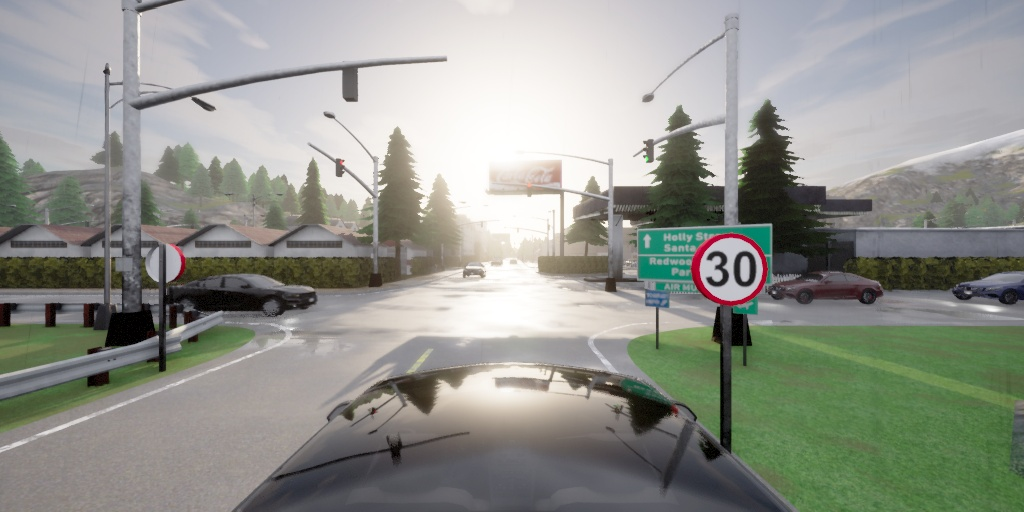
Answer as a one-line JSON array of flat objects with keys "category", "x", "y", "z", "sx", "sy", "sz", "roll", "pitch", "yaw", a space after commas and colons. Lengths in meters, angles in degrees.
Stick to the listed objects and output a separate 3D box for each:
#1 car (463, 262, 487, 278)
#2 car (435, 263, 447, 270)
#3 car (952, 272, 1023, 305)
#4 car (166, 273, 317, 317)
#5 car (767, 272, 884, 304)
[{"category": "car", "x": -3.469, "y": 1.291, "z": 33.817, "sx": 1.812, "sy": 1.442, "sz": 4.674, "roll": 1, "pitch": -1, "yaw": 0}, {"category": "car", "x": -11.640, "y": 1.467, "z": 51.127, "sx": 4.674, "sy": 1.442, "sz": 1.812, "roll": 0, "pitch": 0, "yaw": -2}, {"category": "car", "x": 23.931, "y": 1.467, "z": 16.947, "sx": 4.674, "sy": 1.442, "sz": 1.812, "roll": 0, "pitch": 0, "yaw": 1}, {"category": "car", "x": -10.111, "y": 1.411, "z": 13.638, "sx": 5.008, "sy": 1.535, "sz": 1.882, "roll": 0, "pitch": 0, "yaw": 1}, {"category": "car", "x": 14.797, "y": 1.467, "z": 17.039, "sx": 4.674, "sy": 1.442, "sz": 1.812, "roll": 0, "pitch": 0, "yaw": 0}]
